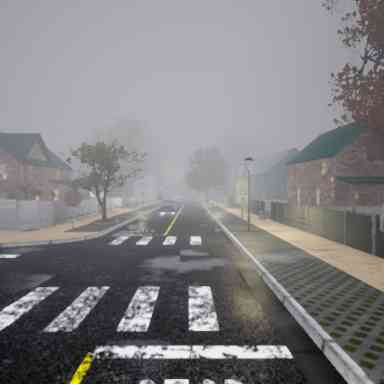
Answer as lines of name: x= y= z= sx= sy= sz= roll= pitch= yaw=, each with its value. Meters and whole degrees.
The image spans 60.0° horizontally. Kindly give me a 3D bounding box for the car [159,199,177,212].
car: x=-2.805 y=1.568 z=39.695 sx=2.033 sy=1.411 sz=5.357 roll=0 pitch=0 yaw=0
